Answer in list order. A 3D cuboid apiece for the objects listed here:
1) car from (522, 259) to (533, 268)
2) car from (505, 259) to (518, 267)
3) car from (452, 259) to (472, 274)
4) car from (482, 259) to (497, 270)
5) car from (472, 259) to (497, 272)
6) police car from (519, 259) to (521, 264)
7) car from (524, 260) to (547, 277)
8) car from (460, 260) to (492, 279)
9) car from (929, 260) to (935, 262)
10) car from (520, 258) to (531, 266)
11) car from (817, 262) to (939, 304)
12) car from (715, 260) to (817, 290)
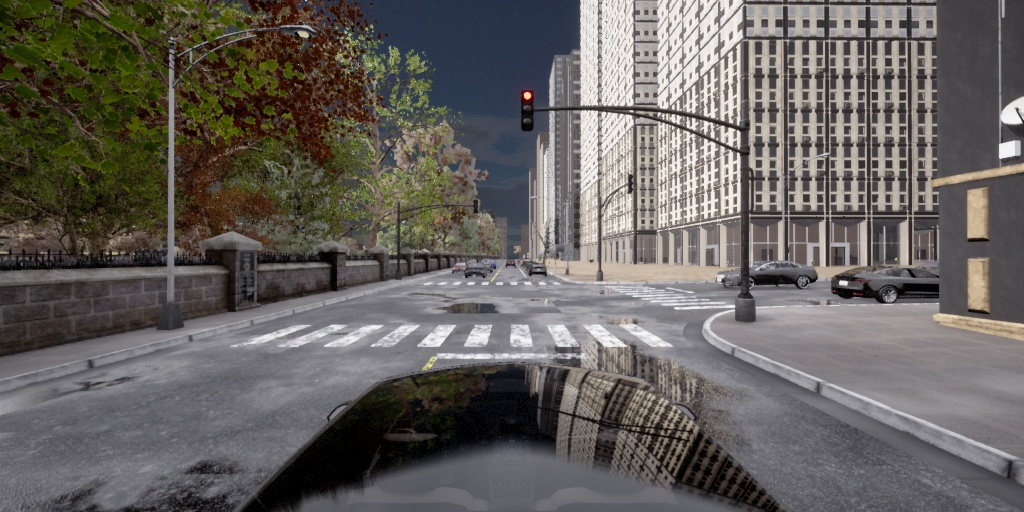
[{"bbox_3d":[2.483,1.335,41.741,1.948,1.339,4.313,0,0,0],"label":"car"},{"bbox_3d":[-0.228,1.299,65.142,1.837,1.490,4.892,0,0,0],"label":"car"},{"bbox_3d":[-5.897,1.351,41.697,1.802,1.307,4.207,0,0,0],"label":"car"},{"bbox_3d":[-3.360,1.259,54.521,1.882,1.535,5.008,0,0,0],"label":"car"},{"bbox_3d":[-3.316,1.263,44.149,2.128,1.511,4.902,0,0,0],"label":"car"},{"bbox_3d":[2.809,1.218,64.533,1.930,1.638,5.238,0,0,0],"label":"police car"},{"bbox_3d":[2.513,1.331,36.109,1.948,1.339,4.313,0,0,0],"label":"car"},{"bbox_3d":[-3.262,1.311,33.373,2.033,1.411,5.357,0,0,0],"label":"car"},{"bbox_3d":[23.922,0.874,19.482,5.357,1.411,2.033,-1,0,0],"label":"car"},{"bbox_3d":[2.454,1.339,47.374,1.948,1.339,4.313,0,0,0],"label":"car"},{"bbox_3d":[14.627,1.026,13.590,4.313,1.339,1.948,0,0,-1],"label":"car"},{"bbox_3d":[13.651,0.993,19.384,4.902,1.511,2.128,-1,0,0],"label":"car"}]
